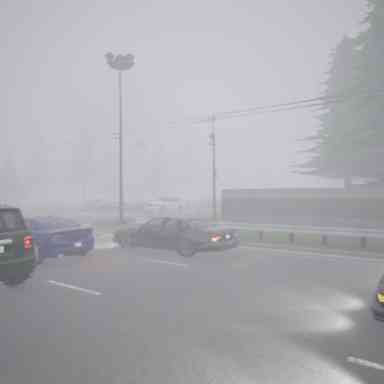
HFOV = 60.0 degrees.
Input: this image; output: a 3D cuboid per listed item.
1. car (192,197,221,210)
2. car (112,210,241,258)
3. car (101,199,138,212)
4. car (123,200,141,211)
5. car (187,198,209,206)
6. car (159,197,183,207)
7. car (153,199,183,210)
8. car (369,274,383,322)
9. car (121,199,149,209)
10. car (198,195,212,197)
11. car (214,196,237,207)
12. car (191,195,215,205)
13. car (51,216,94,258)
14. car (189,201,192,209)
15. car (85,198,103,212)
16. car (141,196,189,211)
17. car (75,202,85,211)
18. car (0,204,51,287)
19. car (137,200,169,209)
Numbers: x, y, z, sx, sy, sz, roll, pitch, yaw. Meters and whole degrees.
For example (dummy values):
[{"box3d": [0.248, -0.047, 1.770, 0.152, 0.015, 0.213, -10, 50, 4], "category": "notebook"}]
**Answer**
[{"box3d": [2.584, 1.808, 48.068, 1.837, 1.490, 4.892, -1, 0, 36], "category": "car"}, {"box3d": [-0.776, 1.643, 13.169, 5.357, 1.411, 2.033, -1, 0, 36], "category": "car"}, {"box3d": [-9.143, 1.979, 43.894, 1.895, 1.301, 4.718, -1, 0, 36], "category": "car"}, {"box3d": [-6.126, 1.940, 42.093, 1.895, 1.301, 4.718, -1, 0, 36], "category": "car"}, {"box3d": [1.265, 1.949, 63.972, 1.812, 1.442, 4.674, -1, 0, 36], "category": "car"}, {"box3d": [-3.879, 1.813, 62.893, 2.097, 1.767, 4.553, -1, 0, 37], "category": "car"}, {"box3d": [-3.643, 1.886, 51.421, 1.837, 1.490, 4.892, -1, 0, 36], "category": "car"}, {"box3d": [5.436, 1.529, 4.398, 5.357, 1.411, 2.033, -1, 0, 36], "category": "car"}, {"box3d": [-9.389, 1.985, 55.410, 1.812, 1.442, 4.674, -1, 0, 36], "category": "car"}, {"box3d": [2.286, 1.737, 59.490, 2.097, 1.767, 4.553, -1, -1, 37], "category": "car"}, {"box3d": [5.932, 1.697, 58.500, 2.097, 1.767, 4.553, -1, 0, 37], "category": "car"}, {"box3d": [2.423, 1.688, 71.283, 2.150, 2.045, 5.566, -1, 0, 37], "category": "car"}, {"box3d": [-5.796, 1.612, 12.403, 5.008, 1.535, 1.882, -1, -1, 35], "category": "car"}, {"box3d": [-0.720, 1.943, 49.490, 1.895, 1.301, 4.718, -1, 0, 36], "category": "car"}, {"box3d": [-11.948, 1.943, 45.984, 1.812, 1.442, 4.674, -1, 0, 36], "category": "car"}, {"box3d": [-3.165, 1.522, 40.218, 2.150, 2.045, 5.566, -1, 0, 36], "category": "car"}, {"box3d": [-14.590, 1.809, 48.305, 2.097, 1.767, 4.553, -1, 0, 36], "category": "car"}, {"box3d": [-6.222, 1.333, 8.457, 5.566, 2.045, 2.150, -1, -1, 36], "category": "car"}, {"box3d": [-6.293, 1.968, 53.726, 2.033, 1.411, 5.357, -1, 0, 36], "category": "car"}]
